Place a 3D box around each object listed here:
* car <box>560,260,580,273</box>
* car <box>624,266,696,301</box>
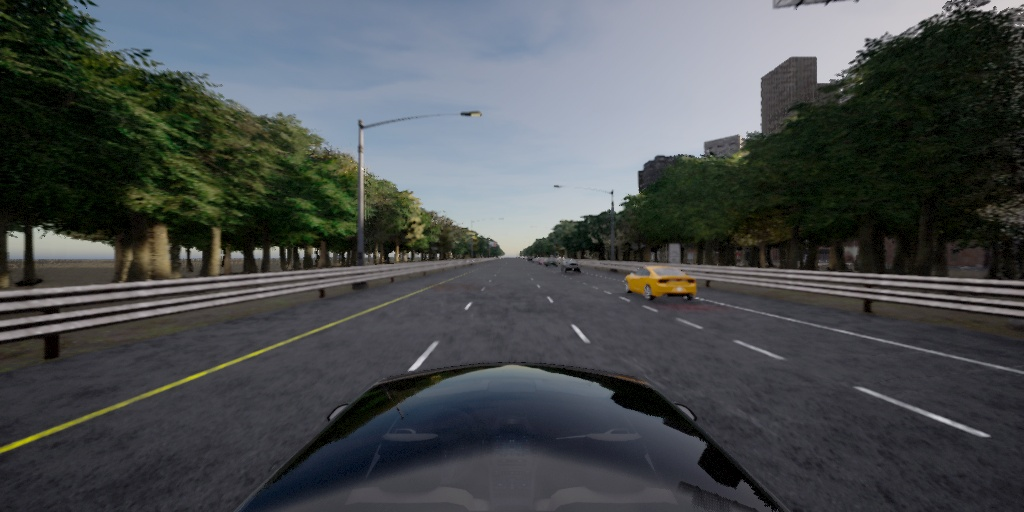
[{"bbox_3d":[7.004,1.276,43.401,1.837,1.490,4.892,0,0,0],"label":"car"},{"bbox_3d":[7.004,1.235,17.481,1.882,1.535,5.008,0,0,0],"label":"car"}]
